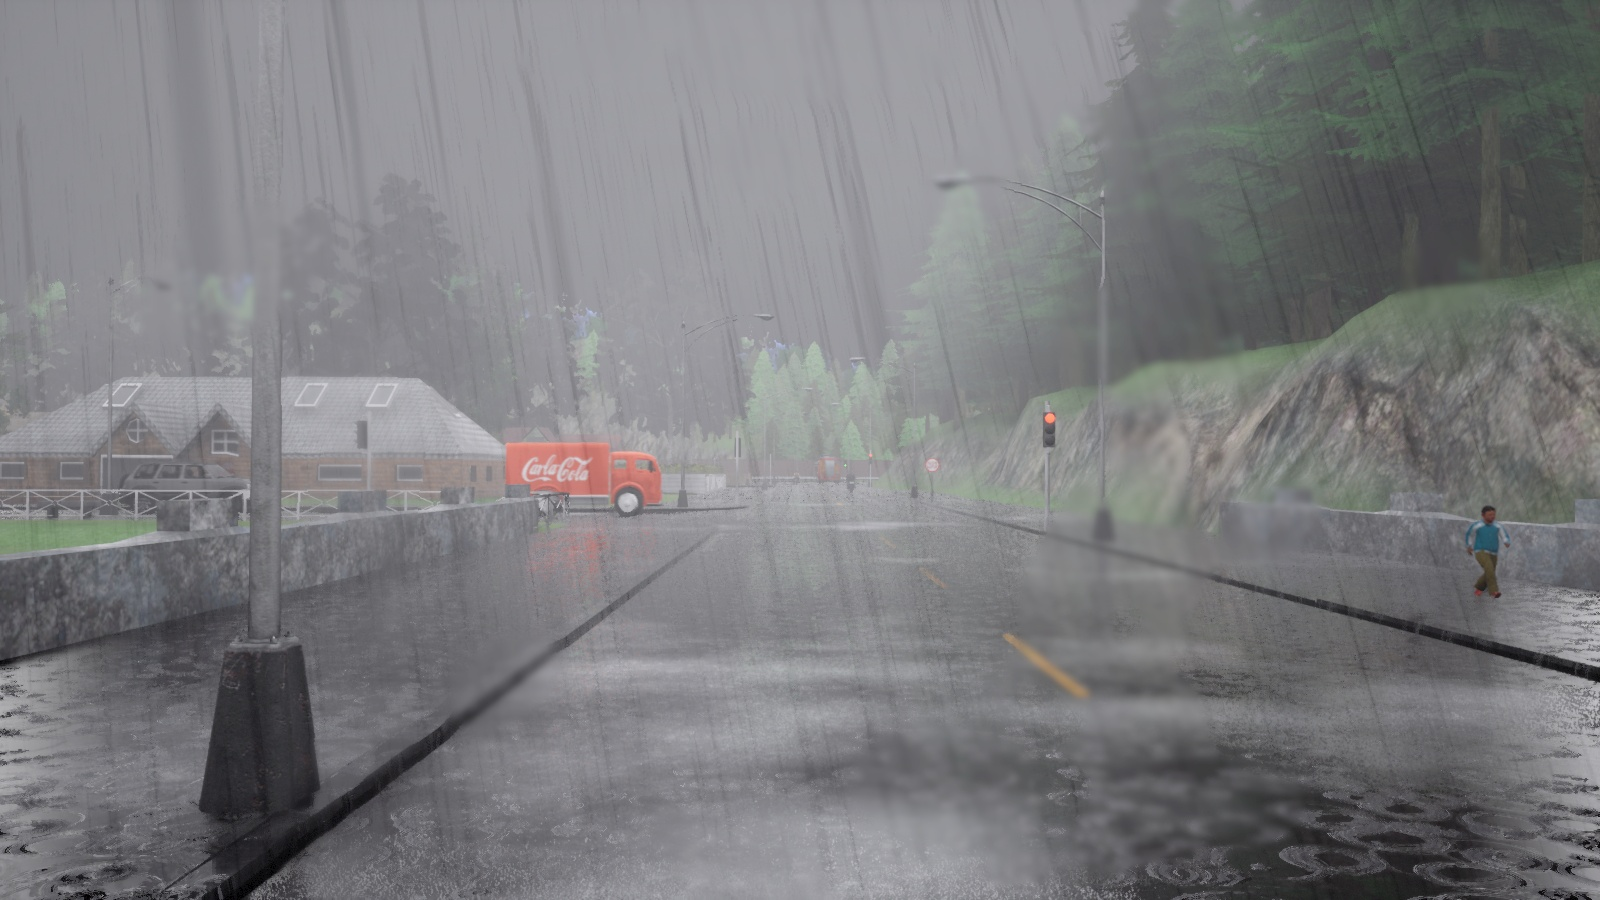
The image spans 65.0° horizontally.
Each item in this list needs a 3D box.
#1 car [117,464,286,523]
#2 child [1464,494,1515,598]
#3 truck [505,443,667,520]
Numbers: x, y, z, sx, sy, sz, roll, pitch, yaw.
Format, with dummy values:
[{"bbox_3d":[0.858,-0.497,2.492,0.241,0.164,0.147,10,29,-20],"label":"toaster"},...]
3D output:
[{"bbox_3d":[-19.545,1.399,41.166,4.605,1.855,1.932,0,-1,0],"label":"car"},{"bbox_3d":[8.095,1.119,14.760,0.343,1.192,0.448,0,-1,1],"label":"child"},{"bbox_3d":[-7.138,1.065,42.307,5.204,2.467,2.627,0,-2,-8],"label":"truck"}]
